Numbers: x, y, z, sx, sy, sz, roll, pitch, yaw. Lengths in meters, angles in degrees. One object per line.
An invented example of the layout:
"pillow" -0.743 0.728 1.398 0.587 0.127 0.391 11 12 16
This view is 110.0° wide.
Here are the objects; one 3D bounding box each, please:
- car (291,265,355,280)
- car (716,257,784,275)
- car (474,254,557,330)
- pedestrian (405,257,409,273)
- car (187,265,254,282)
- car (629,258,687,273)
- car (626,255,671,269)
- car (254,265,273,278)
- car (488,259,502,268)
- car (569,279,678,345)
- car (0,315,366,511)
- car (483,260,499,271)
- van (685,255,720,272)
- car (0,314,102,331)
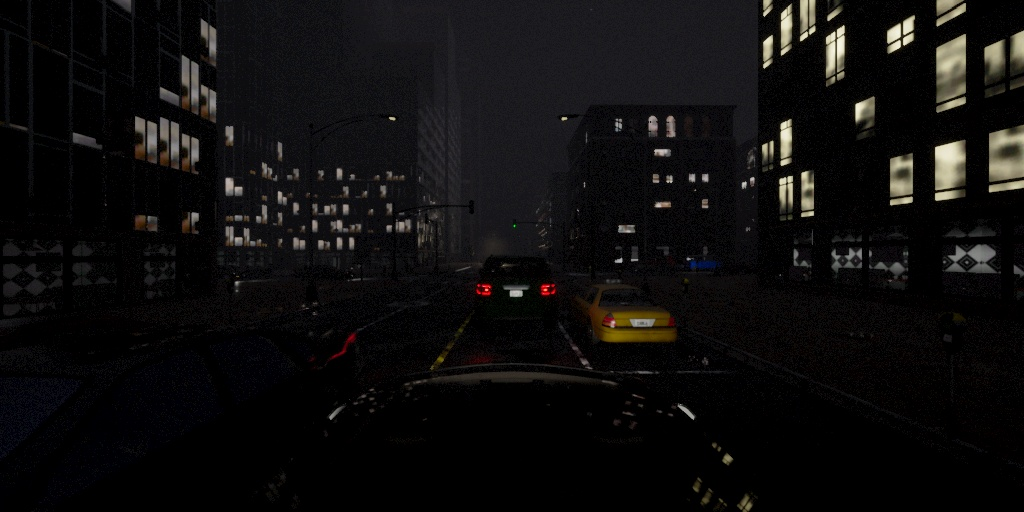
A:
"car" -17.719 1.514 33.732 5.357 1.411 2.033 -1 0 -1
"car" 21.059 1.019 31.748 4.507 1.381 1.888 0 0 -1
"car" 0.090 0.972 11.194 2.150 2.045 5.566 0 0 0
"pedestrian" -12.388 1.020 42.168 0.375 1.860 0.375 0 1 -1
"car" -27.534 1.602 33.598 4.892 1.490 1.837 -1 0 -1
"car" 15.026 1.138 37.095 4.718 1.301 1.895 -1 0 -1
"car" 15.288 0.843 39.563 5.009 1.841 2.192 0 0 -1
"car" -28.437 1.648 38.968 4.403 1.370 2.007 0 0 -1
"car" -2.882 1.299 60.683 2.033 1.411 5.357 0 0 0
"car" 2.559 1.275 9.346 1.751 1.417 4.829 0 0 0
"car" -2.852 1.297 2.471 2.033 1.411 5.357 0 0 0
"car" -2.881 1.298 50.546 2.033 1.411 5.357 0 0 -1
"van" 20.944 0.799 39.628 3.998 1.789 1.690 0 0 -1
"car" -5.316 1.332 3.609 1.802 1.307 4.207 0 0 0
